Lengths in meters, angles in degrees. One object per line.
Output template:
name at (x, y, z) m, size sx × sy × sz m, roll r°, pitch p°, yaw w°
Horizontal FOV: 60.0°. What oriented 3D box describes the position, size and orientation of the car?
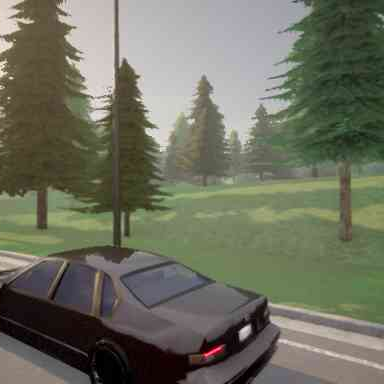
car at (-1.466, 1.574, 5.038) m, size 5.357 × 1.411 × 2.033 m, roll 0°, pitch 0°, yaw 35°
